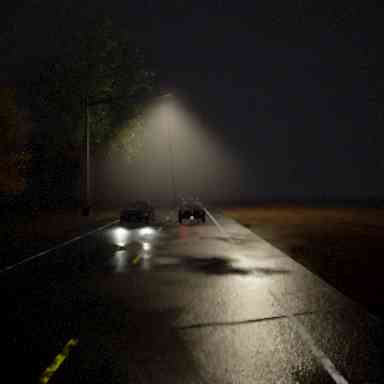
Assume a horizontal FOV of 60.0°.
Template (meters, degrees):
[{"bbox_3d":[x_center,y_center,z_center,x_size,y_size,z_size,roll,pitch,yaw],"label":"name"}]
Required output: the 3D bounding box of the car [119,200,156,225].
[{"bbox_3d":[-3.604,1.325,22.613,1.882,1.535,5.008,0,0,0],"label":"car"}]

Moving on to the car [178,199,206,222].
[{"bbox_3d":[-0.018,1.434,24.647,1.895,1.301,4.718,0,0,0],"label":"car"}]

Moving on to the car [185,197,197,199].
[{"bbox_3d":[-0.218,1.290,41.181,1.994,1.385,4.181,0,0,-1],"label":"car"}]
